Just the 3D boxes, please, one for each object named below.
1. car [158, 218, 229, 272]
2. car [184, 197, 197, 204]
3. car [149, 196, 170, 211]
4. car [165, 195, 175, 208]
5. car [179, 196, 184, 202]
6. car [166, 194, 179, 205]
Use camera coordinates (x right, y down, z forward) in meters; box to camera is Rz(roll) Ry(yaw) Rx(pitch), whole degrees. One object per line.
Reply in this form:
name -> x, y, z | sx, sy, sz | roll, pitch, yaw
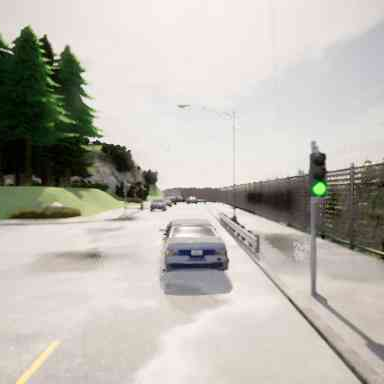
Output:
car -> -0.091, 1.566, 10.839 | 2.033, 1.411, 5.357 | 0, 0, -5
car -> -0.016, 1.679, 66.248 | 1.994, 1.385, 4.181 | 0, 0, -4
car -> -4.093, 1.576, 41.222 | 1.837, 1.490, 4.892 | 0, 0, 0
car -> -4.063, 1.614, 51.119 | 1.812, 1.442, 4.674 | 0, 0, 0
car -> -3.710, 1.670, 75.458 | 5.357, 1.411, 2.033 | 0, 0, 40
car -> -4.001, 1.328, 61.525 | 2.150, 2.045, 5.566 | 0, 0, 0
